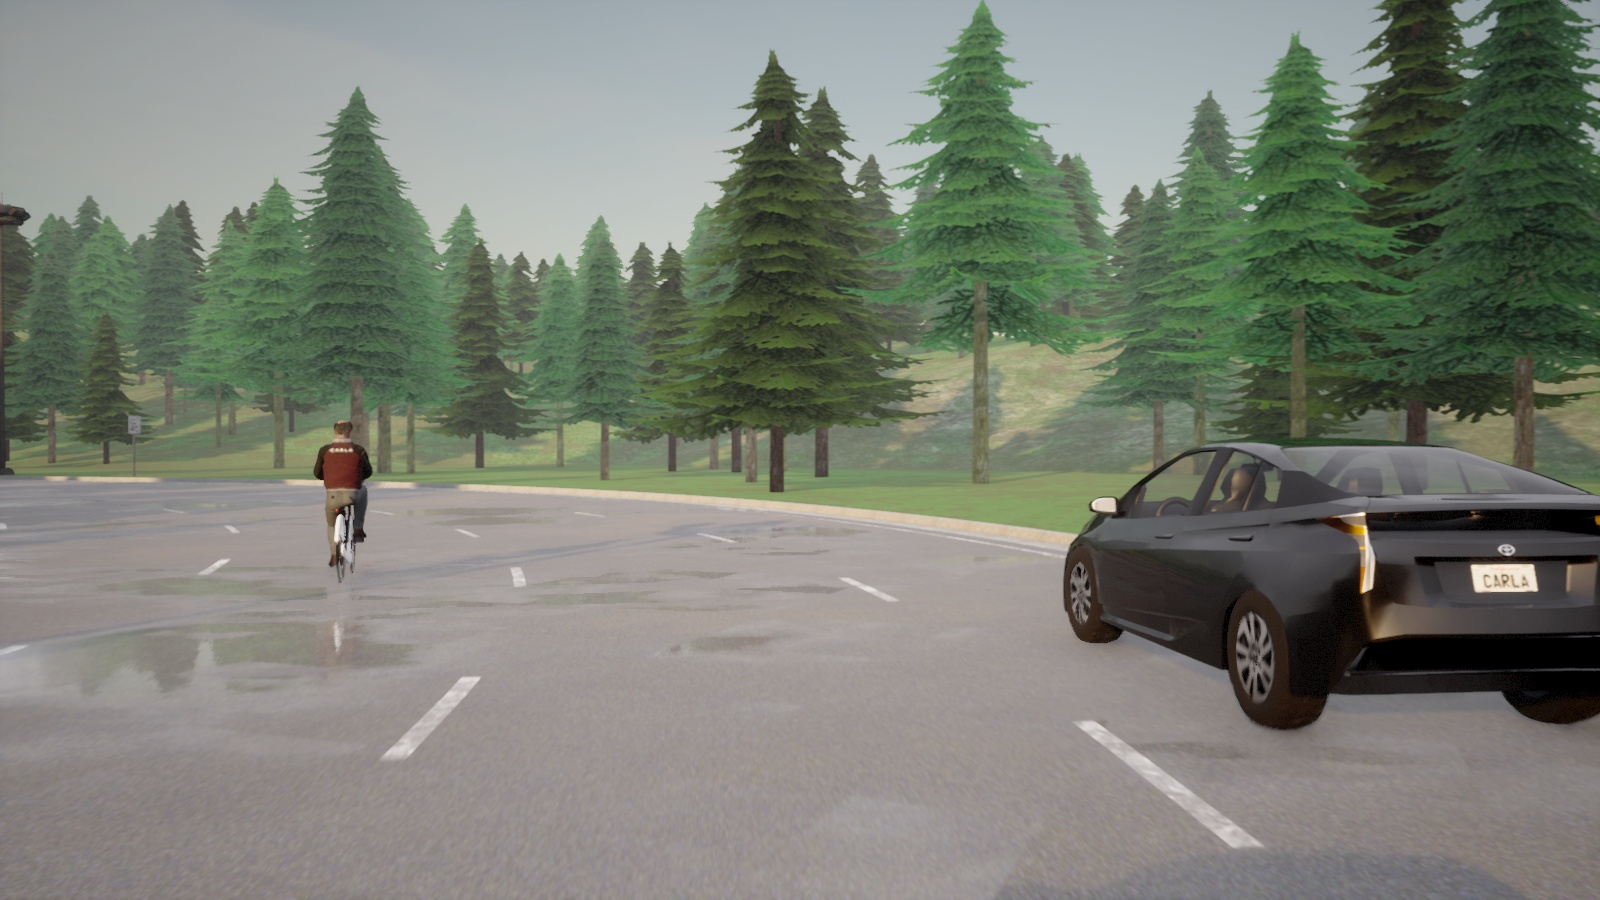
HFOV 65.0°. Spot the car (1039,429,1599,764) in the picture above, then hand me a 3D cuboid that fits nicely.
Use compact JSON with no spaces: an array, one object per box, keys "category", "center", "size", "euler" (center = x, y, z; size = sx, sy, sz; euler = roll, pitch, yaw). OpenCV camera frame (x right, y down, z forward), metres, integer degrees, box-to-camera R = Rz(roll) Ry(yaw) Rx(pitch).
[{"category":"car","center":[3.130,0.655,8.038],"size":[2.007,1.525,4.514],"euler":[0,0,-5]}]

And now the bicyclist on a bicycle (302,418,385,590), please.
[{"category":"bicyclist on a bicycle","center":[-5.034,0.548,13.941],"size":[0.659,1.776,1.843],"euler":[-1,1,-14]}]
